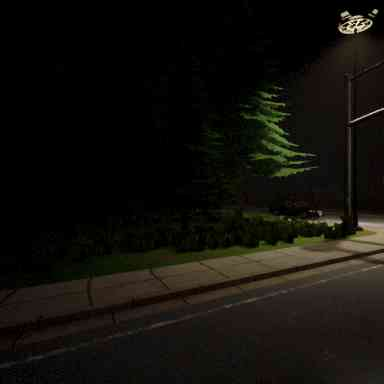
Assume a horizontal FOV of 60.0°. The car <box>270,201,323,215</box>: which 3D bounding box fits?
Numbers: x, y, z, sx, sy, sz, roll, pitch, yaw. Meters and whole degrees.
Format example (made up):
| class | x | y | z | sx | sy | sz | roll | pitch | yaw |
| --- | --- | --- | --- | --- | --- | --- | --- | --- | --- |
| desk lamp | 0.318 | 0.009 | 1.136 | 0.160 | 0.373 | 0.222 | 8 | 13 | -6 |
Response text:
| class | x | y | z | sx | sy | sz | roll | pitch | yaw |
| --- | --- | --- | --- | --- | --- | --- | --- | --- | --- |
| car | 8.865 | 1.518 | 28.570 | 2.128 | 1.511 | 4.902 | 0 | 0 | -35 |
